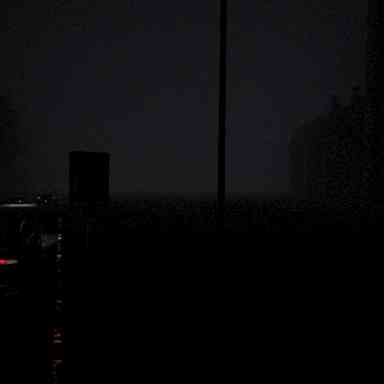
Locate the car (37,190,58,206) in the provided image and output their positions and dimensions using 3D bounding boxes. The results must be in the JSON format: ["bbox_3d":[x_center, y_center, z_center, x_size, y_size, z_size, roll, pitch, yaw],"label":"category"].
[{"bbox_3d":[-15.669,0.688,35.985,1.812,1.442,4.674,0,1,-21],"label":"car"}]

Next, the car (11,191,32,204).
[{"bbox_3d":[-19.919,0.597,39.124,2.033,1.411,5.357,0,1,-22],"label":"car"}]

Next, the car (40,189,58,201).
[{"bbox_3d":[-19.506,0.418,45.565,2.128,1.511,4.902,0,1,-22],"label":"car"}]

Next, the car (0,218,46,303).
[{"bbox_3d":[-4.433,1.329,7.398,2.128,1.511,4.902,0,1,-22],"label":"car"}]
